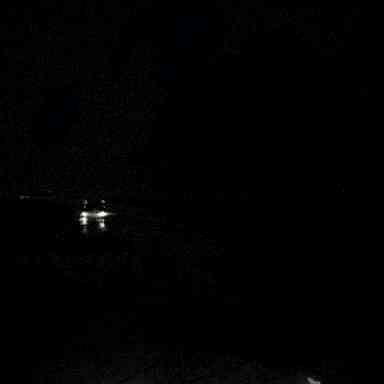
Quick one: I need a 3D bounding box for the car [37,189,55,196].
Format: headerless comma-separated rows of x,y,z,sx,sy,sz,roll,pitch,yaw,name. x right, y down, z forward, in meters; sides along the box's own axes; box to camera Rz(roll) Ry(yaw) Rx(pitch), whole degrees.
-29.867,0.062,67.945,4.892,1.490,1.837,2,1,42,car

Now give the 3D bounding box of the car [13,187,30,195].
-33.697,-0.170,65.884,5.008,1.535,1.882,2,1,42,car

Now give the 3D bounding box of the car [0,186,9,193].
-45.213,-0.630,78.088,5.008,1.535,1.882,2,1,29,car

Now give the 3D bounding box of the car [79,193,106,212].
-9.520,0.877,31.708,2.097,1.767,4.553,0,1,-22,car
